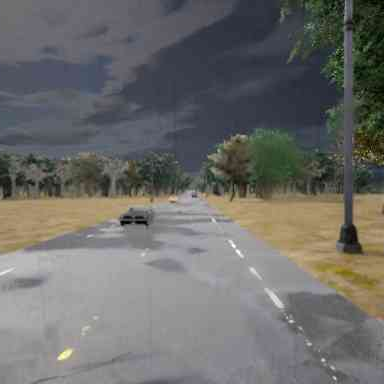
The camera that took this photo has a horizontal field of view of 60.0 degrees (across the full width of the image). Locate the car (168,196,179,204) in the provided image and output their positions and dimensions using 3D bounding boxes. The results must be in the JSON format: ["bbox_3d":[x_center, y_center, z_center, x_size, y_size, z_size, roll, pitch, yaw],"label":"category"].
[{"bbox_3d":[-3.540,1.502,63.742,1.882,1.535,5.008,0,0,1],"label":"car"}]

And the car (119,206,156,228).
[{"bbox_3d":[-3.604,1.614,22.632,1.895,1.301,4.718,0,0,0],"label":"car"}]
